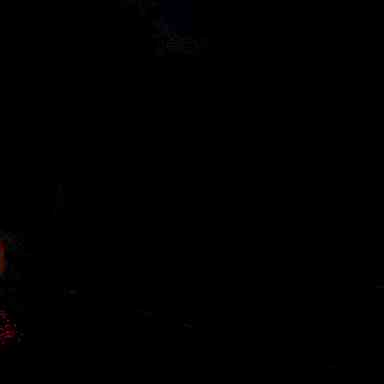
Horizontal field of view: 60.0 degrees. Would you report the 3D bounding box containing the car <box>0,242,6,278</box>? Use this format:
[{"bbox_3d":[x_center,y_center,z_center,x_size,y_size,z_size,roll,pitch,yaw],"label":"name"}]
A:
[{"bbox_3d":[-6.685,1.483,8.446,5.008,1.535,1.882,0,0,35],"label":"car"}]
